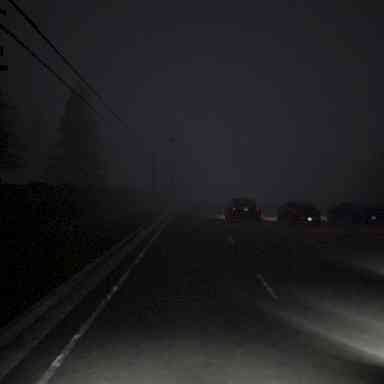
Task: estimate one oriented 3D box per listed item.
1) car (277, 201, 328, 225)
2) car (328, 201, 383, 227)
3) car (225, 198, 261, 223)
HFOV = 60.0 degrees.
[{"bbox_3d":[7.099,1.365,22.456,1.837,1.490,4.892,0,0,0],"label":"car"},{"bbox_3d":[10.598,1.341,21.883,1.882,1.535,5.008,0,0,0],"label":"car"},{"bbox_3d":[3.600,1.201,24.368,2.097,1.767,4.553,0,0,0],"label":"car"}]
